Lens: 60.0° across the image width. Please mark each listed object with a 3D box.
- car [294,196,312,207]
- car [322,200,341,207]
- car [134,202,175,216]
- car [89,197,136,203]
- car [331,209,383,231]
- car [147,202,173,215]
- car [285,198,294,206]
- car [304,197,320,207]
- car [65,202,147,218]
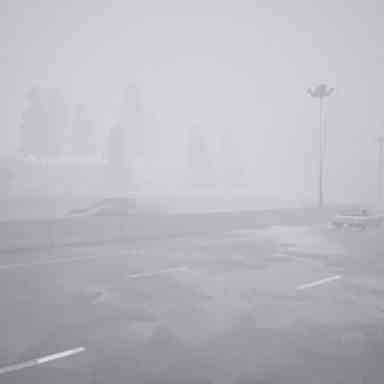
[{"bbox_3d":[21.843,1.771,63.965,2.150,2.045,5.566,0,0,31],"label":"car"},{"bbox_3d":[21.318,1.960,50.427,1.812,1.442,4.674,0,-1,36],"label":"car"},{"bbox_3d":[-4.178,1.880,37.049,4.181,1.385,1.994,0,-1,-44],"label":"car"},{"bbox_3d":[-6.704,1.438,25.458,5.566,2.045,2.150,0,-1,-40],"label":"car"},{"bbox_3d":[11.188,1.794,22.273,4.718,1.301,1.895,0,-1,-44],"label":"car"},{"bbox_3d":[-4.673,1.763,31.840,4.902,1.511,2.128,0,-1,-42],"label":"car"},{"bbox_3d":[20.714,1.947,69.051,2.097,1.767,4.553,0,-1,29],"label":"car"},{"bbox_3d":[21.110,2.031,56.226,2.033,1.411,5.357,0,-1,34],"label":"car"},{"bbox_3d":[-5.768,1.663,21.740,5.008,1.535,1.882,0,-1,-39],"label":"car"}]
